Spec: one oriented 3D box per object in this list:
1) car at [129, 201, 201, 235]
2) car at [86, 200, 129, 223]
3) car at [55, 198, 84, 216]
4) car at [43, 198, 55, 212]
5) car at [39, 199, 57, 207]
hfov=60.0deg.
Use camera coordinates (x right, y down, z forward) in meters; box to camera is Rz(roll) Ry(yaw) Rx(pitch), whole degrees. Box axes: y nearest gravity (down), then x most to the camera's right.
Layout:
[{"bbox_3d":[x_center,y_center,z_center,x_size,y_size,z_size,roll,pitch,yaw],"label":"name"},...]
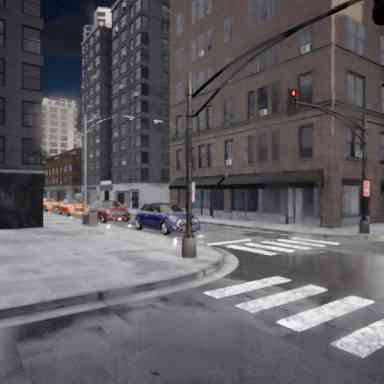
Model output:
[{"bbox_3d":[-1.514,1.416,19.459,2.097,1.767,4.553,0,0,-38],"label":"car"},{"bbox_3d":[-6.714,1.456,26.741,2.097,1.767,4.553,0,0,-35],"label":"car"},{"bbox_3d":[-12.313,1.497,34.610,2.097,1.767,4.553,0,0,-35],"label":"car"},{"bbox_3d":[-17.924,1.538,42.487,2.097,1.767,4.553,0,0,-35],"label":"car"},{"bbox_3d":[-24.835,1.858,57.163,1.895,1.301,4.718,0,0,-35],"label":"car"}]
